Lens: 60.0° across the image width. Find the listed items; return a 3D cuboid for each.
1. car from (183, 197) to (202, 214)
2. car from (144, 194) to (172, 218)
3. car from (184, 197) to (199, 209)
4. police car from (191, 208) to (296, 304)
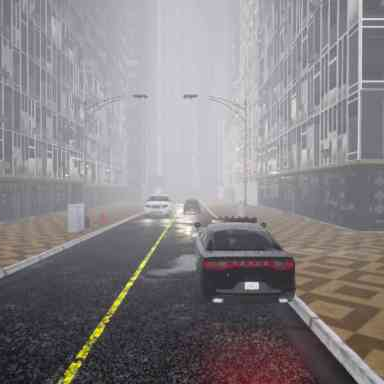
[{"bbox_3d":[0.008,1.513,36.215,1.837,1.490,4.892,0,0,0],"label":"car"},{"bbox_3d":[-3.056,1.227,31.029,2.150,2.045,5.566,0,0,0],"label":"car"},{"bbox_3d":[-0.057,1.493,46.555,1.882,1.535,5.008,0,0,0],"label":"car"},{"bbox_3d":[1.035,1.425,8.358,1.930,1.638,5.238,0,0,0],"label":"police car"}]
